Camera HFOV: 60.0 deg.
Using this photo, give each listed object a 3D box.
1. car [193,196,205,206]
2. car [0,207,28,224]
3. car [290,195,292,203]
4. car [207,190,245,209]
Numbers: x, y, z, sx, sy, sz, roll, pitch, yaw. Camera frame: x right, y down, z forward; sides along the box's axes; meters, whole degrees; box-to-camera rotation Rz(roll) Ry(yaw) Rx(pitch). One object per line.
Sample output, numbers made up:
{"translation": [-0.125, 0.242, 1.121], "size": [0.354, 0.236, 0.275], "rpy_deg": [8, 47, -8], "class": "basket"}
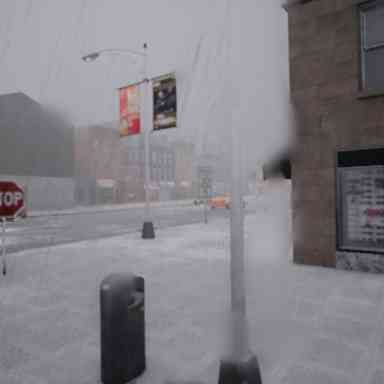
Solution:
{"translation": [2.364, 0.783, 44.863], "size": [2.150, 2.045, 5.566], "rpy_deg": [-2, 0, 35], "class": "car"}
{"translation": [-13.595, 1.425, 22.070], "size": [1.882, 1.535, 5.008], "rpy_deg": [-2, 0, 35], "class": "car"}
{"translation": [15.004, 0.689, 45.621], "size": [1.882, 1.535, 5.008], "rpy_deg": [-2, 0, 35], "class": "car"}
{"translation": [3.882, 0.876, 35.383], "size": [2.097, 1.767, 4.553], "rpy_deg": [-2, 0, 35], "class": "car"}
